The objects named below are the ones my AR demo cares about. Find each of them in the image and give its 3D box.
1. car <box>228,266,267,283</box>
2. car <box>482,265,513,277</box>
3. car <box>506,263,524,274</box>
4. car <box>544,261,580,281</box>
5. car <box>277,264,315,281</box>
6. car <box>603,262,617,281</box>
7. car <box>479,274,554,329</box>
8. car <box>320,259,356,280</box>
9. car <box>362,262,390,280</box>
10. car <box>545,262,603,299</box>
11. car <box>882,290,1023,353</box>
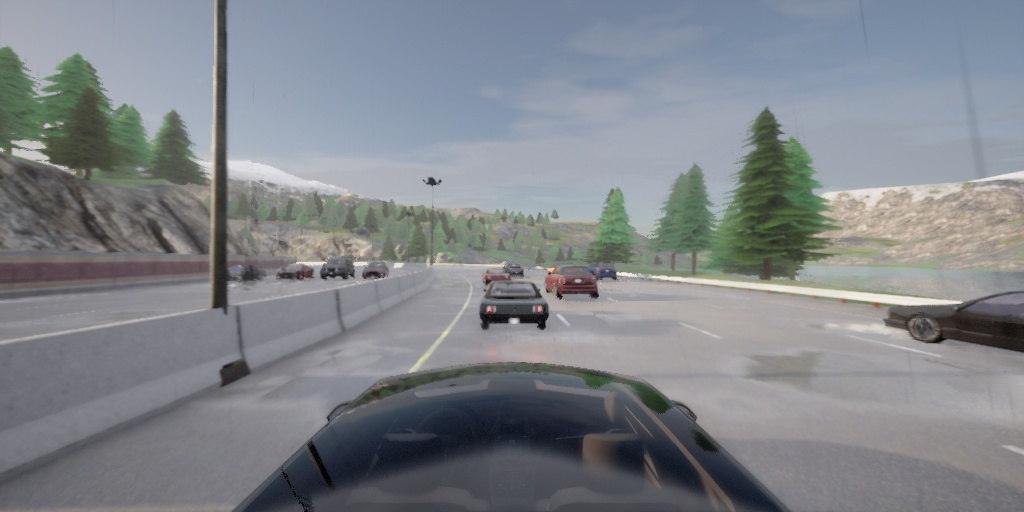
[{"bbox_3d":[-23.280,1.550,30.859,2.033,1.411,5.357,0,0,-10],"label":"car"},{"bbox_3d":[-1.340,1.582,28.025,1.895,1.301,4.718,0,0,-8],"label":"car"},{"bbox_3d":[-0.020,1.584,40.664,2.128,1.511,4.902,0,-1,-13],"label":"car"},{"bbox_3d":[4.705,1.390,34.522,2.097,1.767,4.553,0,-1,-9],"label":"car"},{"bbox_3d":[-20.326,1.507,33.885,1.882,1.535,5.008,0,-1,-11],"label":"car"},{"bbox_3d":[8.254,1.390,34.473,2.097,1.767,4.553,0,-1,-9],"label":"car"},{"bbox_3d":[-0.008,1.438,11.609,1.895,1.301,4.718,0,0,-2],"label":"car"},{"bbox_3d":[-17.051,1.268,35.406,2.150,2.045,5.566,0,-1,-12],"label":"car"},{"bbox_3d":[-13.678,1.403,36.265,2.097,1.767,4.553,0,0,-12],"label":"car"},{"bbox_3d":[3.072,1.258,19.528,2.097,1.767,4.553,0,-1,-4],"label":"car"},{"bbox_3d":[10.587,1.344,6.815,2.033,1.411,5.357,0,0,0],"label":"car"}]
